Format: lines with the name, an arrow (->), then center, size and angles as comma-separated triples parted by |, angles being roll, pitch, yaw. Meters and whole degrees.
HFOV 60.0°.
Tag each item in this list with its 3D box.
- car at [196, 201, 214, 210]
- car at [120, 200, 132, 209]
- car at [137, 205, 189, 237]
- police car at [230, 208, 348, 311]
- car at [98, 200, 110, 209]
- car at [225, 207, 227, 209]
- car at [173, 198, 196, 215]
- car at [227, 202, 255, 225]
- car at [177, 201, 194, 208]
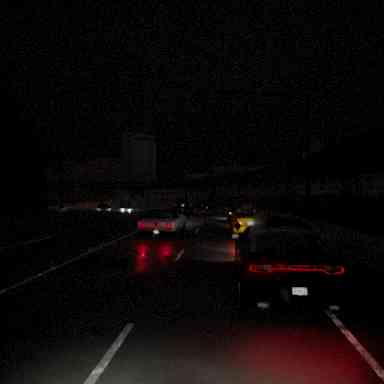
car -> 1.642, 1.826, 45.819 | 1.895, 1.301, 4.718 | 0, -1, -8
car -> -10.755, 1.969, 54.033 | 2.128, 1.511, 4.902 | 0, -2, -13
car -> -1.494, 1.593, 18.085 | 1.895, 1.301, 4.718 | 0, 0, 5
police car -> 2.017, 1.423, 8.027 | 1.930, 1.638, 5.238 | 0, 0, 6
car -> -14.475, 1.989, 54.667 | 1.882, 1.535, 5.008 | 1, -2, -14
car -> 3.504, 1.503, 24.075 | 1.837, 1.490, 4.892 | 0, 0, 4
car -> -0.967, 1.380, 34.869 | 2.097, 1.767, 4.553 | 0, -1, -2
car -> 2.991, 1.449, 18.063 | 1.801, 1.575, 5.366 | 0, 0, 6
car -> -1.205, 2.299, 60.053 | 1.895, 1.301, 4.718 | 0, -2, -15
